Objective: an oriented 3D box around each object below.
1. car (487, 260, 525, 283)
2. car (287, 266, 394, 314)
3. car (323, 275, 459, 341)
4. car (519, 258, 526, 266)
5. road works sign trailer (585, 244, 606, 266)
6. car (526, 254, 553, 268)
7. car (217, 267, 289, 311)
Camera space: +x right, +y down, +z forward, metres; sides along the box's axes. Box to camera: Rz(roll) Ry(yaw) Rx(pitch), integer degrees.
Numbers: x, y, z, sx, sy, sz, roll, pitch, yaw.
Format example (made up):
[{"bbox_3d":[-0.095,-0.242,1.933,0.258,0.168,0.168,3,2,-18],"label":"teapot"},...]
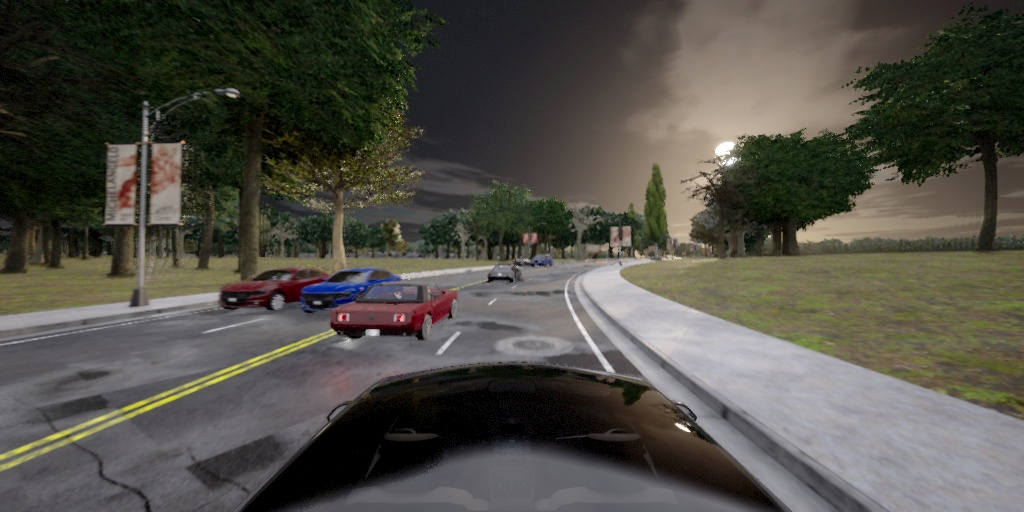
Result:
[{"bbox_3d":[-0.492,1.258,27.185,1.994,1.385,4.181,0,0,11],"label":"car"},{"bbox_3d":[-5.905,1.197,13.793,1.882,1.535,5.008,0,0,5],"label":"car"},{"bbox_3d":[-2.792,1.331,9.781,1.895,1.301,4.718,0,0,4],"label":"car"},{"bbox_3d":[1.561,1.073,56.254,2.033,1.411,5.357,0,0,24],"label":"car"},{"bbox_3d":[13.440,-0.156,58.842,2.380,3.560,2.880,0,0,29],"label":"road works sign trailer"},{"bbox_3d":[4.587,0.724,55.013,2.150,2.045,5.566,0,1,24],"label":"car"},{"bbox_3d":[-9.101,1.191,14.460,1.882,1.535,5.008,0,0,6],"label":"car"}]
